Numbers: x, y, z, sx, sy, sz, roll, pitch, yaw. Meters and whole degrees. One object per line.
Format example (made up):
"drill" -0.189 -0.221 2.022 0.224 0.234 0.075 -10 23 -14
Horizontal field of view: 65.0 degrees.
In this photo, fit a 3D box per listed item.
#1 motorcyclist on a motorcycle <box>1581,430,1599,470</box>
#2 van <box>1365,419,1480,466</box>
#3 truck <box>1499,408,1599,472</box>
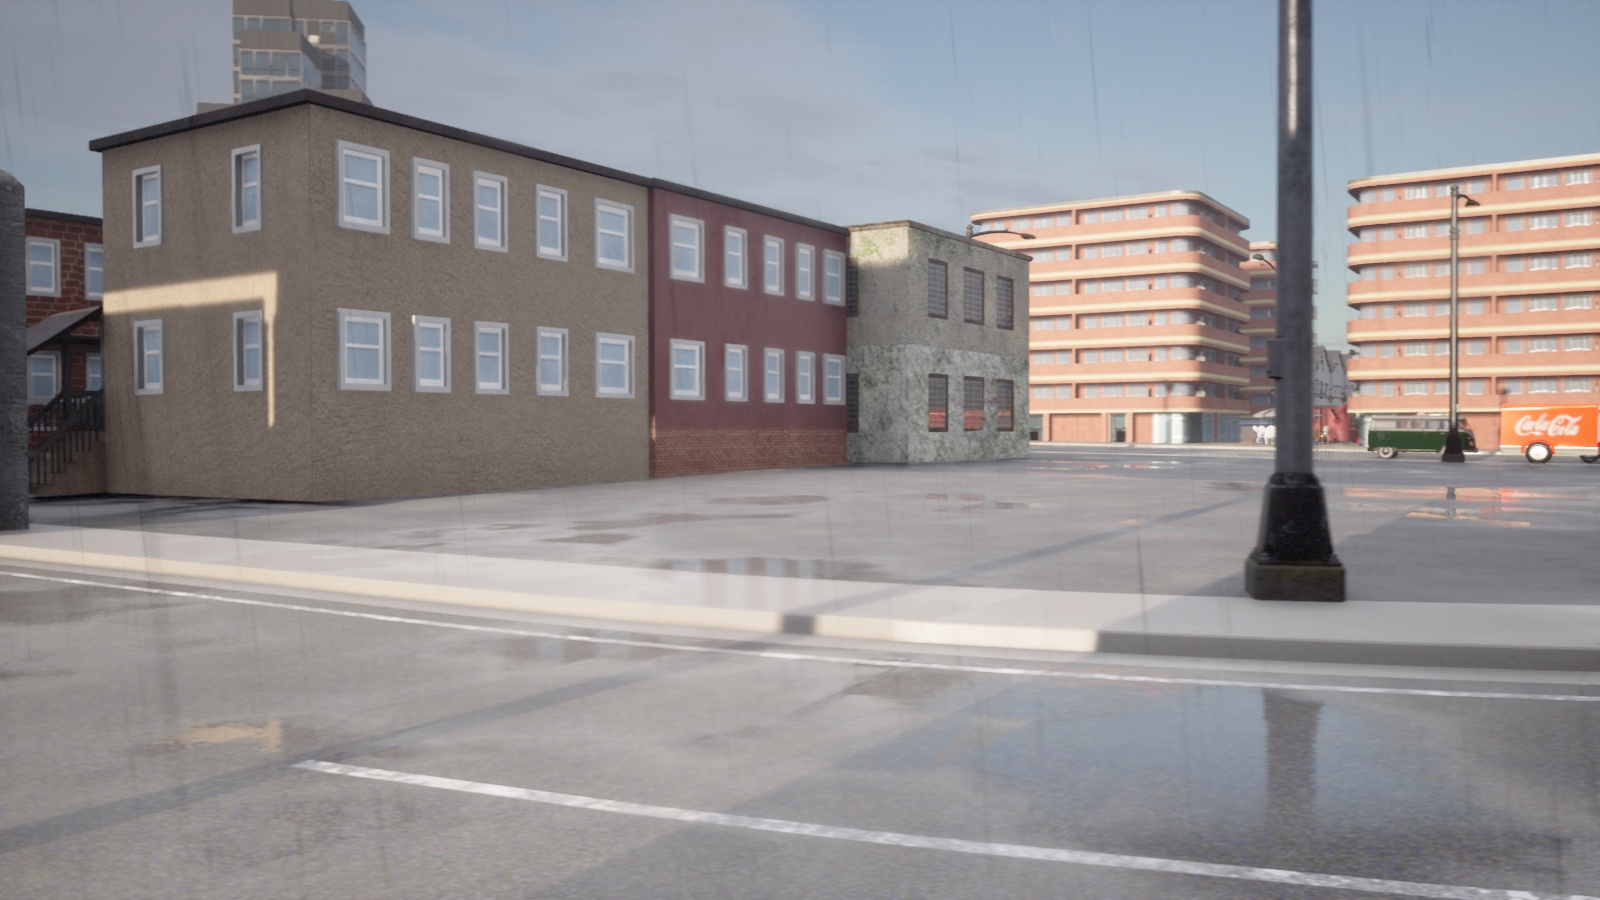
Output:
"motorcyclist on a motorcycle" 34.106 0.025 52.571 2.350 1.649 0.766 2 2 32
"van" 28.016 -0.353 56.585 4.442 1.987 1.775 2 2 33
"truck" 31.156 -0.405 50.377 5.204 2.467 2.627 2 2 33
